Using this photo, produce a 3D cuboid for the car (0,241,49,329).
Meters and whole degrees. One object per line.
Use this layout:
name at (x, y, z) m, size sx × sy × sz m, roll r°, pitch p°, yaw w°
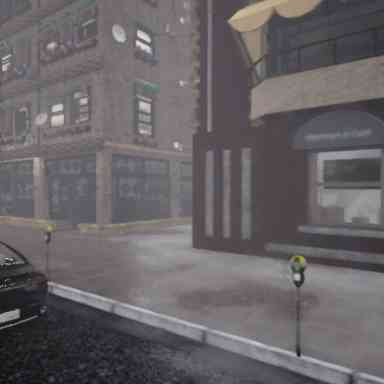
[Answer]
car at (-4.335, 1.498, 5.967) m, size 4.403 × 1.369 × 2.008 m, roll 1°, pitch 0°, yaw 35°
